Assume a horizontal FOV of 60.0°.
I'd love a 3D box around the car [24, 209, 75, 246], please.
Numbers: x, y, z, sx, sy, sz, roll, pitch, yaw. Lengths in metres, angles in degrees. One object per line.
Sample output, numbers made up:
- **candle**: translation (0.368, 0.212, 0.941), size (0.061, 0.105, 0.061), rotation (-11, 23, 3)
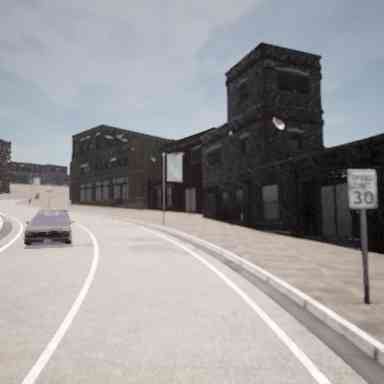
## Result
- **car**: translation (-6.562, 1.541, 15.626), size (2.033, 1.411, 5.357), rotation (1, 0, -20)
